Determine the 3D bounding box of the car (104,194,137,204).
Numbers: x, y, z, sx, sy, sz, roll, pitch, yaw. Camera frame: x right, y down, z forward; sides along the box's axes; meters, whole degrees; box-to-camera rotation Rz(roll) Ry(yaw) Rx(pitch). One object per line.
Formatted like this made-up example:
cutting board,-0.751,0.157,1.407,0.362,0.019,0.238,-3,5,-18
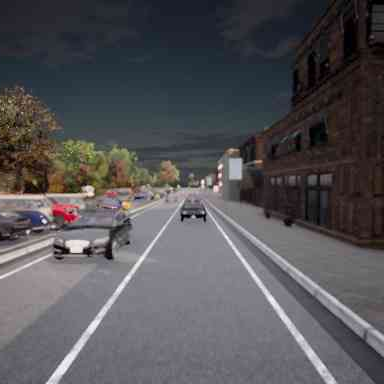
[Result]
car,-9.126,1.255,36.392,5.366,1.575,1.946,0,0,0

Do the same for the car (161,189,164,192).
car,-9.348,0.766,73.671,5.008,1.535,2.097,0,1,0

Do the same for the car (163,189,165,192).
car,-9.342,0.740,76.496,5.008,1.535,2.097,0,1,0

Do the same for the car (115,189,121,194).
car,-21.836,0.410,84.871,5.566,2.045,2.435,0,1,0

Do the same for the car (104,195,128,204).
car,-9.350,1.308,33.610,4.792,1.488,2.163,0,0,0

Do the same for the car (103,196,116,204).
car,-9.309,1.349,28.044,4.792,1.488,2.163,0,0,0

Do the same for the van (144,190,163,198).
van,-9.421,0.462,82.145,4.442,1.987,1.878,0,1,0

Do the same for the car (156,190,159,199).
car,-9.406,0.885,65.194,4.674,1.452,2.002,0,1,0

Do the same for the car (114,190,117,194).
car,-21.851,0.717,82.050,4.792,1.488,2.163,0,1,0

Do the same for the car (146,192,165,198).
car,-9.290,0.702,84.972,4.674,1.452,2.002,0,1,0

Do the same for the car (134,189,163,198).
car,-9.555,0.789,70.846,5.366,1.575,1.946,0,1,0

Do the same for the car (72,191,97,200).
car,-21.935,0.691,68.056,4.553,1.767,2.185,0,1,0

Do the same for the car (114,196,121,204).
car,-9.332,1.339,30.827,4.674,1.452,2.002,0,0,0

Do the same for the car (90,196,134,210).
car,-9.319,1.279,39.035,4.674,1.452,2.002,-1,0,1

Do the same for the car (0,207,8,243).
car,-9.577,1.438,11.345,5.366,1.575,1.946,0,0,0

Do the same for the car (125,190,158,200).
car,-9.449,0.901,62.367,4.792,1.488,2.163,0,1,0

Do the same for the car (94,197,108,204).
car,-9.341,1.341,25.260,4.892,1.521,2.231,0,0,0

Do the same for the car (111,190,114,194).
car,-21.869,0.743,79.227,4.792,1.488,2.163,0,1,0

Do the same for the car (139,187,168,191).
car,-9.292,0.463,79.319,5.566,2.045,2.435,0,1,0

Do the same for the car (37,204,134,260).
car,-3.353,1.405,12.100,2.128,1.511,4.902,0,0,0

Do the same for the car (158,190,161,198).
car,-9.389,0.859,68.019,4.674,1.452,2.002,0,1,0

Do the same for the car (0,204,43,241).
car,-9.376,1.422,14.127,4.892,1.521,2.231,0,0,0

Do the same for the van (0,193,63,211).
van,-9.257,1.175,16.909,4.442,1.987,1.878,0,0,0

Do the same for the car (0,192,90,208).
car,-9.337,1.129,19.692,5.566,2.045,2.435,0,0,0

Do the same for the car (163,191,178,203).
car,-3.325,1.087,54.954,1.812,1.442,4.674,0,1,0

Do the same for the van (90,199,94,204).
van,-9.240,1.135,22.351,4.442,1.987,1.878,0,0,0

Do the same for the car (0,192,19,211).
car,-22.420,1.005,36.436,5.566,2.045,2.435,0,0,0

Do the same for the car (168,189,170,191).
car,-9.235,0.550,93.470,4.674,1.452,2.002,0,2,0

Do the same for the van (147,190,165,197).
van,-9.388,0.407,87.676,4.442,1.987,1.878,0,1,0

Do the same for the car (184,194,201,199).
car,0.087,1.034,41.120,2.097,1.767,4.553,0,0,0

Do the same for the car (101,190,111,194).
car,-21.921,0.740,76.528,4.892,1.521,2.231,0,1,0

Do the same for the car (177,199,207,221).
car,0.093,1.413,25.048,1.895,1.301,4.718,0,0,0
